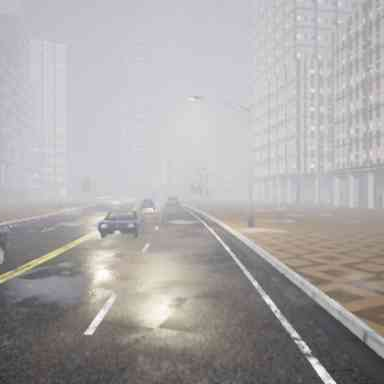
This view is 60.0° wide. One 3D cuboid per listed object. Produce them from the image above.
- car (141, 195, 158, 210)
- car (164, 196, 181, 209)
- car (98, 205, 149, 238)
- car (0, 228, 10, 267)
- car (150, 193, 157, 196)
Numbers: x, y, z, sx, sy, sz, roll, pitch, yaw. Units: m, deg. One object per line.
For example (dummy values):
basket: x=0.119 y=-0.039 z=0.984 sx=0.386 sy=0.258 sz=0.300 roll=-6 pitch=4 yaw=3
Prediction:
car: x=-5.788 y=1.529 z=43.671 sx=1.812 sy=1.442 sz=4.674 roll=0 pitch=0 yaw=-7
car: x=-2.601 y=1.302 z=43.891 sx=2.163 sy=1.488 sz=4.792 roll=0 pitch=0 yaw=-6
car: x=-3.590 y=1.609 z=17.787 sx=1.895 sy=1.301 sz=4.718 roll=0 pitch=0 yaw=-3
car: x=-6.675 y=1.501 z=8.504 sx=1.882 sy=1.535 sz=5.008 roll=0 pitch=0 yaw=-1
car: x=-10.038 y=1.102 z=85.759 sx=1.837 sy=1.490 sz=4.892 roll=0 pitch=0 yaw=-14
